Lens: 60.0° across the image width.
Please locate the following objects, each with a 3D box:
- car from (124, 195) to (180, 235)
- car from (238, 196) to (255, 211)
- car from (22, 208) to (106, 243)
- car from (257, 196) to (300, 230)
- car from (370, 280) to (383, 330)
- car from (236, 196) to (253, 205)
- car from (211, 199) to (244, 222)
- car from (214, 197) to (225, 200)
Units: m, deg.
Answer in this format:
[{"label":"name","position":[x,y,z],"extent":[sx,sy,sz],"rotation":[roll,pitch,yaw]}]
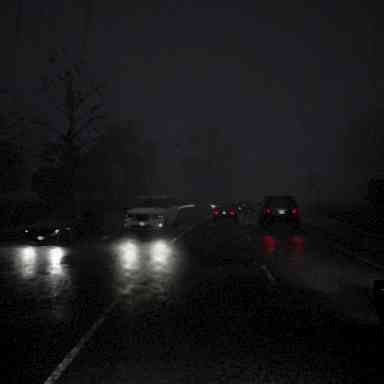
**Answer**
[{"label":"car","position":[-2.120,1.219,19.168],"extent":[2.150,2.045,5.566],"rotation":[0,0,8]},{"label":"car","position":[6.885,1.590,42.423],"extent":[1.994,1.385,4.181],"rotation":[0,0,17]},{"label":"car","position":[-6.012,1.534,16.466],"extent":[2.033,1.411,5.357],"rotation":[0,0,7]},{"label":"car","position":[5.463,1.241,21.318],"extent":[2.150,2.045,5.566],"rotation":[0,0,9]},{"label":"car","position":[3.727,1.609,3.203],"extent":[1.895,1.301,4.718],"rotation":[0,0,2]},{"label":"car","position":[9.561,1.510,59.990],"extent":[1.882,1.535,5.008],"rotation":[0,0,24]},{"label":"car","position":[2.825,1.559,26.547],"extent":[2.033,1.411,5.357],"rotation":[0,0,11]},{"label":"car","position":[4.761,1.575,57.625],"extent":[1.994,1.385,4.181],"rotation":[0,0,23]}]
